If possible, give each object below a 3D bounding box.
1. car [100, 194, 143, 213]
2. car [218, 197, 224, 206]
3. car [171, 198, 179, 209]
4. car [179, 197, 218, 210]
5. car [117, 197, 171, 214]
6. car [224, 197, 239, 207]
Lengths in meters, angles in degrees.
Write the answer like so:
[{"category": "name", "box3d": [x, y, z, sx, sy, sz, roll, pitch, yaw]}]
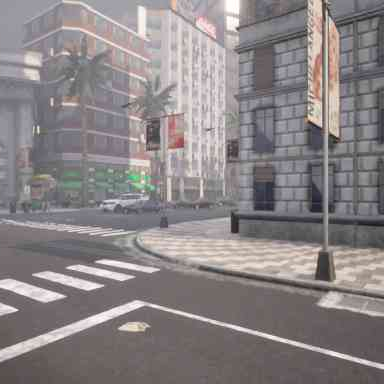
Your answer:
[{"category": "car", "box3d": [-7.771, 1.221, 37.844, 2.150, 2.045, 5.566, 0, 0, 36]}, {"category": "car", "box3d": [4.881, 1.492, 53.605, 4.902, 1.511, 2.128, 0, 0, -44]}, {"category": "car", "box3d": [-1.771, 1.526, 45.847, 1.812, 1.442, 4.674, 0, 0, 37]}, {"category": "car", "box3d": [0.907, 1.478, 43.629, 1.882, 1.535, 5.008, 0, 0, 38]}, {"category": "car", "box3d": [-5.056, 1.547, 35.651, 2.033, 1.411, 5.357, 0, 0, 36]}, {"category": "car", "box3d": [7.438, 1.564, 51.225, 4.181, 1.385, 1.994, 0, 0, -43]}]
